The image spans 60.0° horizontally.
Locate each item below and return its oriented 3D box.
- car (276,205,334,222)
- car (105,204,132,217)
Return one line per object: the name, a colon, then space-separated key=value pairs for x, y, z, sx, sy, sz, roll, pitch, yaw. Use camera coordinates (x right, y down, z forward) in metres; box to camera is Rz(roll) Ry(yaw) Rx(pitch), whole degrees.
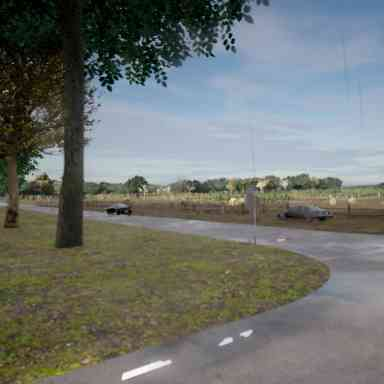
car: x=10.182 y=1.901 z=30.390 sx=2.033 sy=1.411 sz=5.357 roll=0 pitch=-1 yaw=-30
car: x=-9.202 y=2.185 z=41.444 sx=1.882 sy=1.535 sz=5.008 roll=-1 pitch=0 yaw=-35
